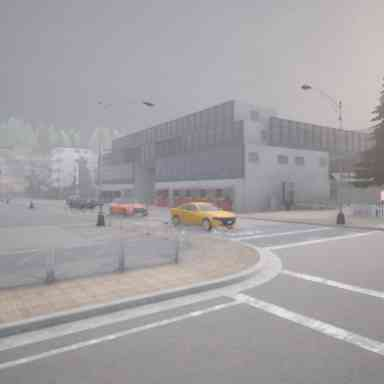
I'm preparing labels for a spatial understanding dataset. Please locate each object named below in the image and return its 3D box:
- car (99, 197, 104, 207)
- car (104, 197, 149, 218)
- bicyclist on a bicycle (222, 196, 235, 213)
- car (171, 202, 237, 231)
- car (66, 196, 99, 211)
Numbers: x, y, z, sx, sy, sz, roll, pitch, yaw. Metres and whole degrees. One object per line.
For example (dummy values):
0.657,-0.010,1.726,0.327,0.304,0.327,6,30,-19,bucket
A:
-13.835,1.408,47.048,2.033,1.411,5.357,-1,0,-34,car
-5.504,1.243,28.743,2.097,1.767,4.553,-1,0,-35,car
3.208,1.134,29.334,1.656,1.620,0.582,-1,1,-35,bicyclist on a bicycle
0.606,1.369,20.004,1.882,1.535,5.008,-1,0,-35,car
-13.184,1.490,39.770,1.895,1.301,4.718,-1,0,-35,car
